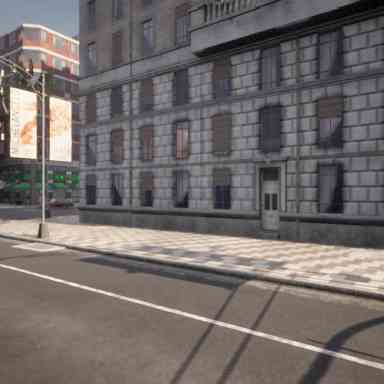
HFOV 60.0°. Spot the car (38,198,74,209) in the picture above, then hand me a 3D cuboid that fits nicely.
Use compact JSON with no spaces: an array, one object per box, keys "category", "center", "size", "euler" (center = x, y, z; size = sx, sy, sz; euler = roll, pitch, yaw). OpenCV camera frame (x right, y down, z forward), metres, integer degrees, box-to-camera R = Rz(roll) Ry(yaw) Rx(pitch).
[{"category":"car","center":[-18.067,1.526,44.397],"size":[1.812,1.442,4.674],"euler":[0,0,36]}]
